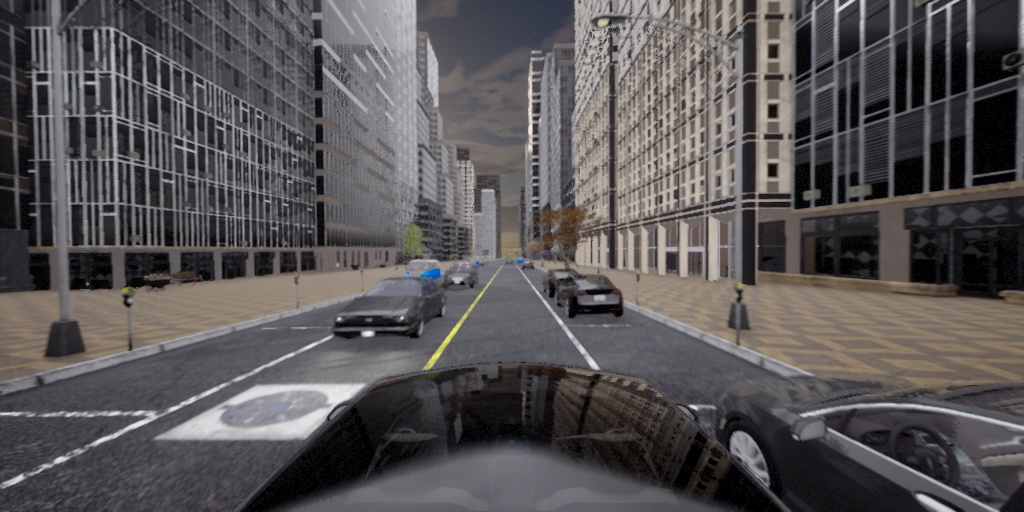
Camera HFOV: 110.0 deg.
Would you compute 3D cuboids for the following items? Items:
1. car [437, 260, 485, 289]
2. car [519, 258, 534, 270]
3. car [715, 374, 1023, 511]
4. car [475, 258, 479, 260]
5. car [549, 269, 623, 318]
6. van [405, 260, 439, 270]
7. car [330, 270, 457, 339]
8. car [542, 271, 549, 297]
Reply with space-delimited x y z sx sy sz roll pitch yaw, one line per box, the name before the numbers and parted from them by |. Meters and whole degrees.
car | -3.229 1.256 23.605 2.128 1.511 4.902 0 0 0
car | 2.333 1.326 52.178 1.802 1.307 4.207 0 0 0
car | 2.715 1.282 1.553 2.007 1.370 4.403 0 0 0
car | -6.048 1.347 52.114 1.888 1.381 4.507 0 0 0
car | 2.630 1.294 12.803 1.948 1.339 4.313 0 0 0
van | -5.835 1.127 23.990 1.690 1.789 3.998 0 0 0
car | -3.145 1.316 10.492 2.033 1.411 5.357 0 0 0
car | 2.588 1.293 18.428 1.948 1.339 4.313 0 0 0
